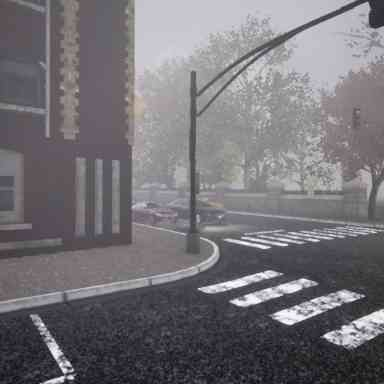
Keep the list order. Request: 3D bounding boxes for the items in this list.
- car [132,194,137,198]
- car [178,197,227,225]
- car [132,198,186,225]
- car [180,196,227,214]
[{"bbox_3d":[-8.681,0.863,43.876,2.008,1.369,4.403,1,0,-36],"label":"car"},{"bbox_3d":[0.162,1.203,21.696,1.837,1.490,4.892,0,2,-39],"label":"car"},{"bbox_3d":[-2.503,1.257,21.022,1.802,1.307,4.206,2,0,-36],"label":"car"},{"bbox_3d":[0.950,1.129,30.551,1.752,1.417,4.829,1,0,-36],"label":"car"}]
